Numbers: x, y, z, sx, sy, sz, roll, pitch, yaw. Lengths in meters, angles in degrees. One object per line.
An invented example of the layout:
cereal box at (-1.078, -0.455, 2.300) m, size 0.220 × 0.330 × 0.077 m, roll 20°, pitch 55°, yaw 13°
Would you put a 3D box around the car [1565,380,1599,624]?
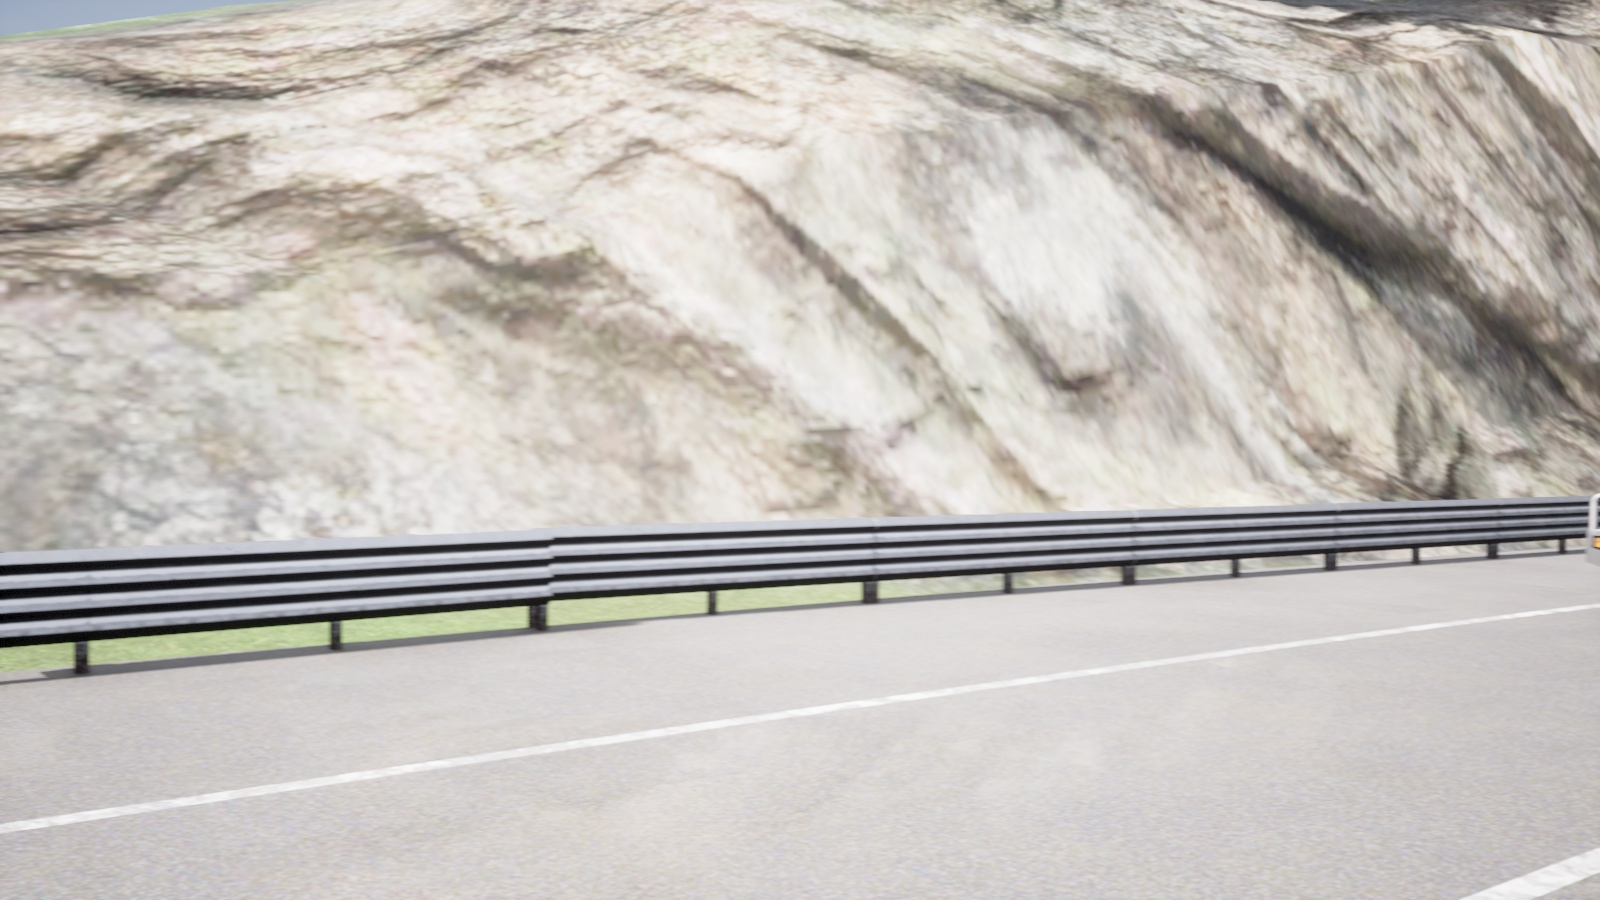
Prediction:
car at (8.426, 0.357, 10.136) m, size 4.605 × 1.855 × 1.932 m, roll -1°, pitch 1°, yaw -31°
